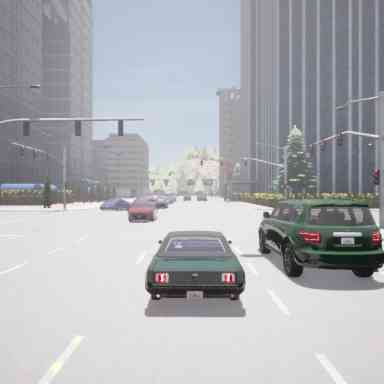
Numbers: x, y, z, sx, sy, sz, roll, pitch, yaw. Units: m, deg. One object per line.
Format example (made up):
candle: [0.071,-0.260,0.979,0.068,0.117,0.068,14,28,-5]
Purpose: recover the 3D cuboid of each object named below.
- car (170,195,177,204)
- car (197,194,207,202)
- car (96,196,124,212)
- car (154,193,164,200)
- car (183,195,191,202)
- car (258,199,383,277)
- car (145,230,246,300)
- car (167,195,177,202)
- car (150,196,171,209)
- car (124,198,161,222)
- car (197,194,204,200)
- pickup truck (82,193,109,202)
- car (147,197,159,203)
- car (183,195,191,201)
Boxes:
car: [-4.432,1.493,62.093,2.128,1.511,4.902,0,0,0]
car: [2.397,1.348,78.784,2.097,1.767,4.553,0,0,-1]
car: [-8.997,1.525,39.581,1.812,1.442,4.674,0,0,20]
car: [-8.162,1.140,82.943,2.128,1.511,4.902,0,0,-1]
car: [-1.099,1.500,78.516,1.837,1.490,4.892,0,0,-1]
car: [3.588,1.221,10.349,2.150,2.045,5.566,0,0,0]
car: [0.076,1.601,8.321,1.895,1.301,4.718,0,0,0]
car: [-4.586,1.509,77.516,2.128,1.511,4.902,0,0,-1]
car: [-4.217,1.601,45.121,1.895,1.301,4.718,0,0,-1]
car: [-3.804,1.477,26.194,1.882,1.535,5.008,0,0,-1]
car: [2.254,1.386,89.065,1.882,1.535,5.008,0,0,-1]
pickup truck: [-21.151,1.058,73.381,2.390,2.098,6.274,0,0,30]
car: [-7.961,1.601,67.810,1.895,1.301,4.718,0,0,-1]
car: [-1.244,1.540,88.871,2.033,1.411,5.357,0,0,-1]
